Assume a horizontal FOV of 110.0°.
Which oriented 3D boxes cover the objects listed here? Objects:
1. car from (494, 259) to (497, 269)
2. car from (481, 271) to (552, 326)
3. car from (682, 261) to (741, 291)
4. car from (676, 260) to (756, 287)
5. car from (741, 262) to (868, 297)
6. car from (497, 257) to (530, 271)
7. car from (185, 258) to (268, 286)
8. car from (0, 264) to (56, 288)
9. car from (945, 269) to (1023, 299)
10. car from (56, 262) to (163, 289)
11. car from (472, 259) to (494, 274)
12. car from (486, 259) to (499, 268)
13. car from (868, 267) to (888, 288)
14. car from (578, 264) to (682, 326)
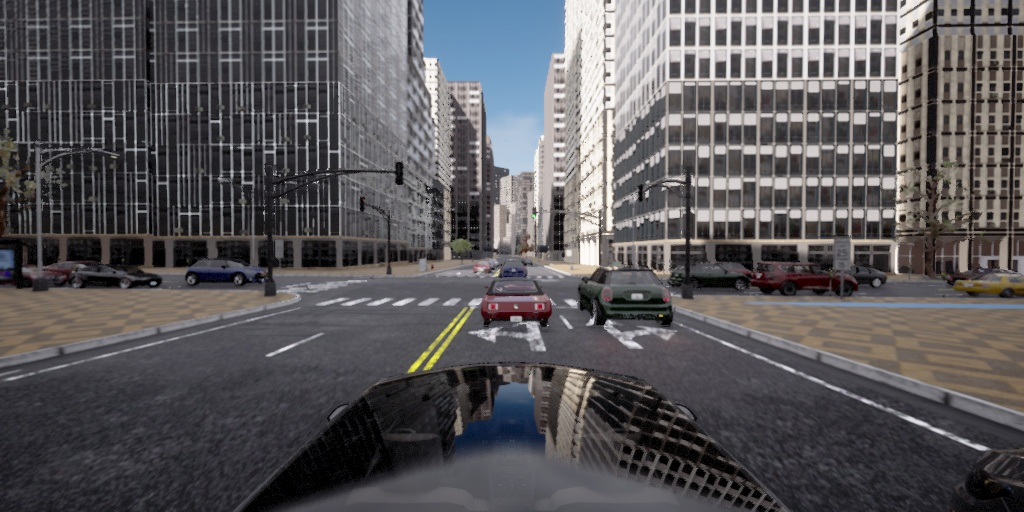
[{"bbox_3d":[-3.322,1.254,50.704,2.033,1.411,5.357,0,0,0],"label":"car"},{"bbox_3d":[0.036,1.344,11.555,1.895,1.301,4.718,0,0,-2],"label":"car"},{"bbox_3d":[12.483,1.236,22.712,4.553,1.767,2.097,0,1,-4],"label":"car"},{"bbox_3d":[14.624,1.202,25.937,4.553,1.767,2.097,1,1,2],"label":"car"},{"bbox_3d":[16.194,1.273,20.079,5.009,1.841,2.192,0,0,1],"label":"car"},{"bbox_3d":[0.114,1.032,28.712,2.097,1.767,4.553,1,1,0],"label":"car"},{"bbox_3d":[-18.232,0.961,23.186,4.553,1.767,2.097,1,1,2],"label":"car"},{"bbox_3d":[-28.414,1.142,20.741,4.207,1.307,1.802,0,0,1],"label":"car"},{"bbox_3d":[27.643,1.583,19.881,4.829,1.417,1.751,0,0,1],"label":"car"},{"bbox_3d":[-22.730,1.178,20.608,4.313,1.339,1.948,0,0,1],"label":"car"},{"bbox_3d":[-3.328,1.244,41.016,1.812,1.442,4.674,0,0,0],"label":"car"},{"bbox_3d":[-3.260,1.219,60.677,1.812,1.442,4.674,0,0,0],"label":"car"},{"bbox_3d":[23.868,1.437,25.722,4.892,1.490,1.837,1,1,1],"label":"car"},{"bbox_3d":[3.451,1.097,11.752,2.097,1.767,4.553,0,0,2],"label":"car"}]
